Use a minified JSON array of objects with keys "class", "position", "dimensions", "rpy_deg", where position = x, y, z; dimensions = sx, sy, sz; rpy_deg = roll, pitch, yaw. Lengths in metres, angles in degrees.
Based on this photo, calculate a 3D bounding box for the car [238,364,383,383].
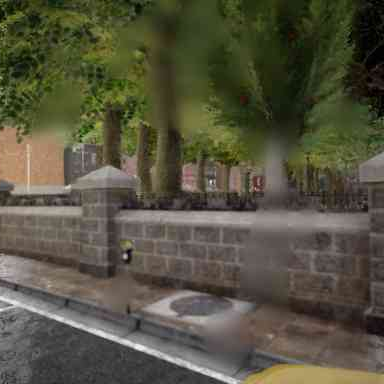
[{"class":"car","position":[2.137,1.513,1.298],"dimensions":[4.829,1.417,1.752],"rpy_deg":[-1,-1,36]}]
